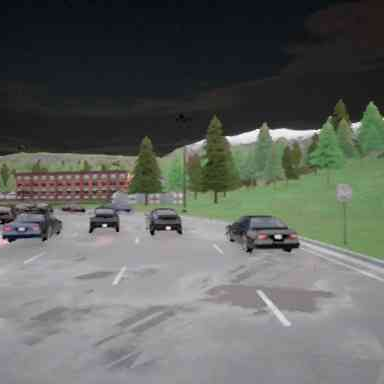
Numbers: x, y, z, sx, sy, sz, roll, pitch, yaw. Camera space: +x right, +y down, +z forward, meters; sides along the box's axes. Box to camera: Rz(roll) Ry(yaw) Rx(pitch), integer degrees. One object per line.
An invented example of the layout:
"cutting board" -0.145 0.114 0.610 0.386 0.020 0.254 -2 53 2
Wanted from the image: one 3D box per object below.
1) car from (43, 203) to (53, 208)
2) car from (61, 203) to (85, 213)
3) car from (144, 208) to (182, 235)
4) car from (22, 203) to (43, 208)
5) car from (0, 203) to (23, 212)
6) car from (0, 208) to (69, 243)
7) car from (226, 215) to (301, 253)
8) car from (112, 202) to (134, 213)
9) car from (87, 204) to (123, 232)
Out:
"car" -20.249 2.134 44.521 4.674 1.442 1.812 -1 -1 41
"car" -16.646 2.171 46.247 4.181 1.385 1.994 -1 -1 44
"car" -1.855 1.747 20.739 1.837 1.490 4.892 1 0 -13
"car" -19.782 2.055 39.396 1.837 1.490 4.892 1 -1 -44
"car" -14.387 1.870 25.494 1.837 1.490 4.892 1 -1 -23
"car" -8.303 1.793 17.775 2.033 1.411 5.357 0 -1 -11
"car" 2.836 1.692 14.443 2.033 1.411 5.357 0 -1 -6
"car" -9.872 2.094 44.289 2.033 1.411 5.357 0 -1 -42
"car" -5.952 1.790 22.495 1.837 1.490 4.892 1 -1 -16
